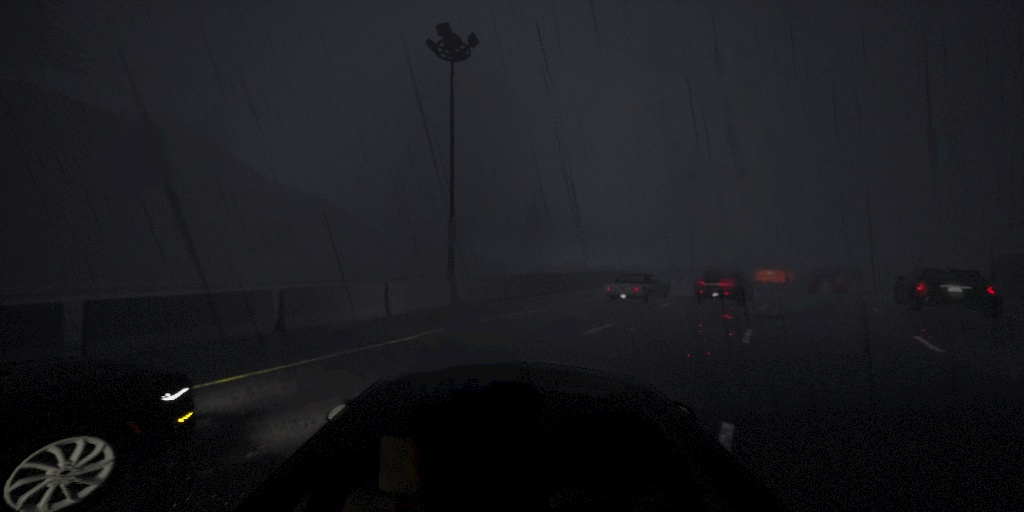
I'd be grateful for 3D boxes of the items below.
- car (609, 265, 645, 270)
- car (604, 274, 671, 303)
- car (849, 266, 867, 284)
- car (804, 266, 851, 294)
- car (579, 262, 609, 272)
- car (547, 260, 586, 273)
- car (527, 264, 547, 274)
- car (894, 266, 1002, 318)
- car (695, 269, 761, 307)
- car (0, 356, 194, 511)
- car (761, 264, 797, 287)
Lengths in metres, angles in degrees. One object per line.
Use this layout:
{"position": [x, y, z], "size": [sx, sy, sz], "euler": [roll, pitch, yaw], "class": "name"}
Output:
{"position": [13.765, 1.788, 41.225], "size": [5.357, 1.411, 2.033], "euler": [1, -1, -42], "class": "car"}
{"position": [6.469, 1.554, 18.082], "size": [1.895, 1.301, 4.718], "euler": [-1, -1, 39], "class": "car"}
{"position": [29.983, 1.636, 31.888], "size": [4.892, 1.490, 1.837], "euler": [0, -1, -40], "class": "car"}
{"position": [19.878, 1.538, 22.565], "size": [1.812, 1.442, 4.674], "euler": [-1, -1, 44], "class": "car"}
{"position": [10.704, 1.755, 43.150], "size": [4.902, 1.511, 2.128], "euler": [1, -1, -43], "class": "car"}
{"position": [7.305, 1.506, 44.788], "size": [5.566, 2.045, 2.150], "euler": [1, -1, -43], "class": "car"}
{"position": [4.062, 1.809, 46.526], "size": [4.892, 1.490, 1.837], "euler": [1, -1, -43], "class": "car"}
{"position": [16.972, 1.261, 14.236], "size": [2.097, 1.767, 4.553], "euler": [-1, -1, 40], "class": "car"}
{"position": [10.109, 1.432, 16.961], "size": [2.128, 1.511, 4.902], "euler": [-1, -1, 40], "class": "car"}
{"position": [-4.925, 1.257, 1.921], "size": [1.837, 1.490, 4.892], "euler": [-1, -1, 31], "class": "car"}
{"position": [21.293, 1.441, 28.845], "size": [4.553, 1.767, 2.097], "euler": [1, -1, -44], "class": "car"}
